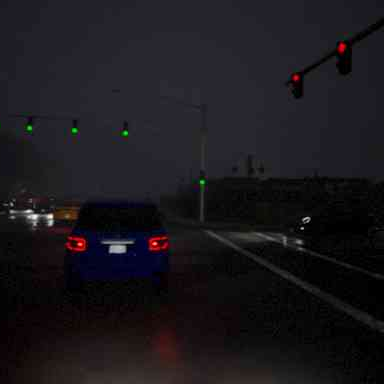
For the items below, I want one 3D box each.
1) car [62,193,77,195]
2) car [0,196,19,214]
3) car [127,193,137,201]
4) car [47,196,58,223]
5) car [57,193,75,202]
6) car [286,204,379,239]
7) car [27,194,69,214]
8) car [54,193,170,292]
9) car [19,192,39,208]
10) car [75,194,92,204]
[{"bbox_3d":[-14.498,0.894,39.782,2.097,1.767,4.553,1,0,-10],"label":"car"},{"bbox_3d":[-15.671,1.067,25.888,2.128,1.511,4.902,1,0,-10],"label":"car"},{"bbox_3d":[-12.223,1.016,67.905,2.033,1.411,5.357,1,0,-10],"label":"car"},{"bbox_3d":[-7.636,1.233,21.690,1.882,1.535,5.008,1,0,-10],"label":"car"},{"bbox_3d":[-20.498,0.887,54.215,1.812,1.442,4.674,1,0,-10],"label":"car"},{"bbox_3d":[7.331,1.429,17.603,4.553,1.767,2.097,1,0,-11],"label":"car"},{"bbox_3d":[-12.909,1.160,30.436,2.033,1.411,5.357,1,0,-10],"label":"car"},{"bbox_3d":[-1.862,1.147,8.930,2.150,2.045,5.566,1,0,-10],"label":"car"},{"bbox_3d":[-17.228,0.858,34.966,2.097,1.767,4.553,1,0,-10],"label":"car"},{"bbox_3d":[-16.151,0.994,49.643,1.812,1.442,4.674,1,0,-10],"label":"car"}]
